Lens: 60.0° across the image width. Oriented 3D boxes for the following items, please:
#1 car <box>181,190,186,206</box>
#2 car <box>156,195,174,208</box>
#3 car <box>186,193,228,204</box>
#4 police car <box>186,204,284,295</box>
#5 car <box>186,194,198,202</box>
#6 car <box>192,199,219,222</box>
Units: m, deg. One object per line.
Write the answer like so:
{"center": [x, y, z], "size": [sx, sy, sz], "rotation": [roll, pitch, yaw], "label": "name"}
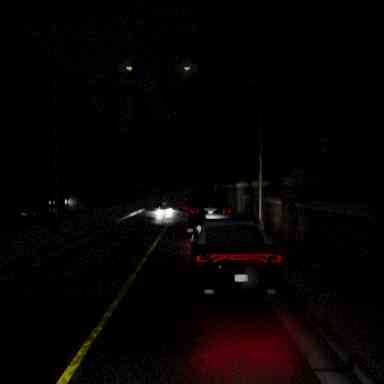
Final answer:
{"center": [-0.013, 0.909, 45.274], "size": [2.097, 1.767, 4.553], "rotation": [0, 1, 0], "label": "car"}
{"center": [-3.122, 1.100, 39.553], "size": [2.128, 1.511, 4.902], "rotation": [0, 1, 0], "label": "car"}
{"center": [0.888, 1.036, 18.556], "size": [2.150, 2.045, 5.566], "rotation": [0, 1, 0], "label": "car"}
{"center": [0.895, 1.336, 8.638], "size": [1.930, 1.638, 5.238], "rotation": [0, 1, 0], "label": "police car"}
{"center": [-0.038, 1.001, 58.533], "size": [1.994, 1.385, 4.181], "rotation": [0, 1, 0], "label": "car"}
{"center": [0.884, 1.278, 24.529], "size": [1.812, 1.442, 4.674], "rotation": [0, 1, 0], "label": "car"}
